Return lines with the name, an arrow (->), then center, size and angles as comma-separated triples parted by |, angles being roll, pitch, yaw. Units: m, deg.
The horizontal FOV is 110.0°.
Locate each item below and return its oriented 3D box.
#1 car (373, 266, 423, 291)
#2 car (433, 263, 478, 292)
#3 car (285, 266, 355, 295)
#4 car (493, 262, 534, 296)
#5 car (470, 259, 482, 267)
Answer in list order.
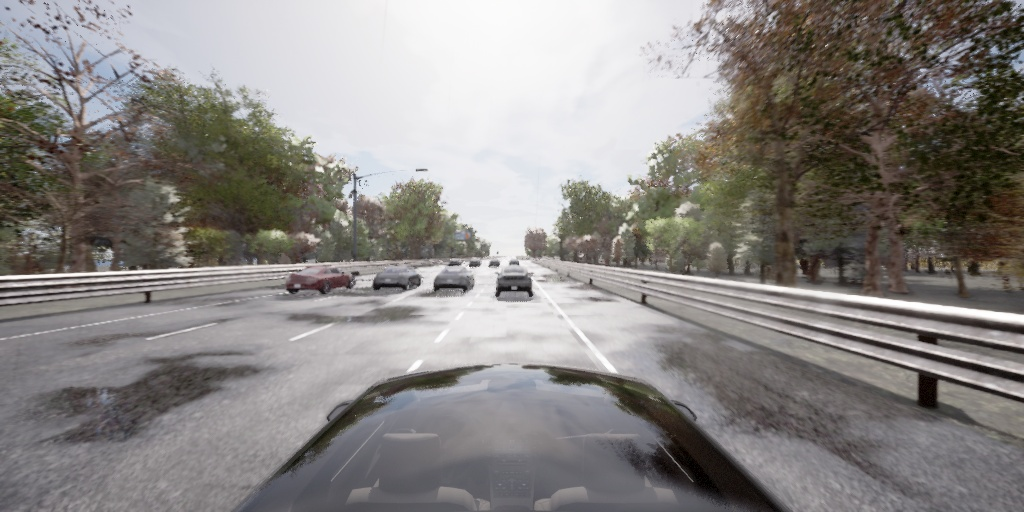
car -> -6.876, 1.316, 21.916 | 1.994, 1.385, 4.181 | 0, 0, 0
car -> -3.377, 1.315, 21.487 | 1.994, 1.385, 4.181 | 0, 0, 0
car -> -10.381, 1.277, 19.668 | 1.812, 1.442, 4.674 | 0, 0, 0
car -> 0.117, 1.257, 19.319 | 1.837, 1.490, 4.892 | 0, 0, 0
car -> -6.604, 1.269, 65.134 | 1.837, 1.490, 4.892 | 0, 0, 0
